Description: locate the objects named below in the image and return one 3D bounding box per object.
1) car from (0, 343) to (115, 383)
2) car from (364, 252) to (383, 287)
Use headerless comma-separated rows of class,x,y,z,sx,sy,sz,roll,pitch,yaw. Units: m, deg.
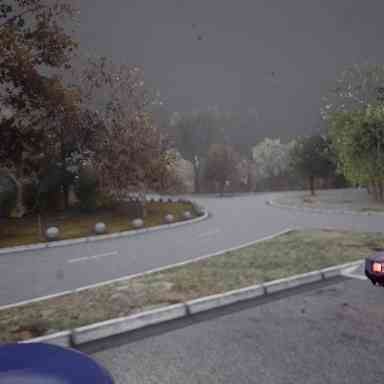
car,-2.588,1.534,1.449,4.674,1.442,1.812,0,0,-36
car,5.899,1.458,7.192,4.718,1.301,1.895,-2,1,-32
